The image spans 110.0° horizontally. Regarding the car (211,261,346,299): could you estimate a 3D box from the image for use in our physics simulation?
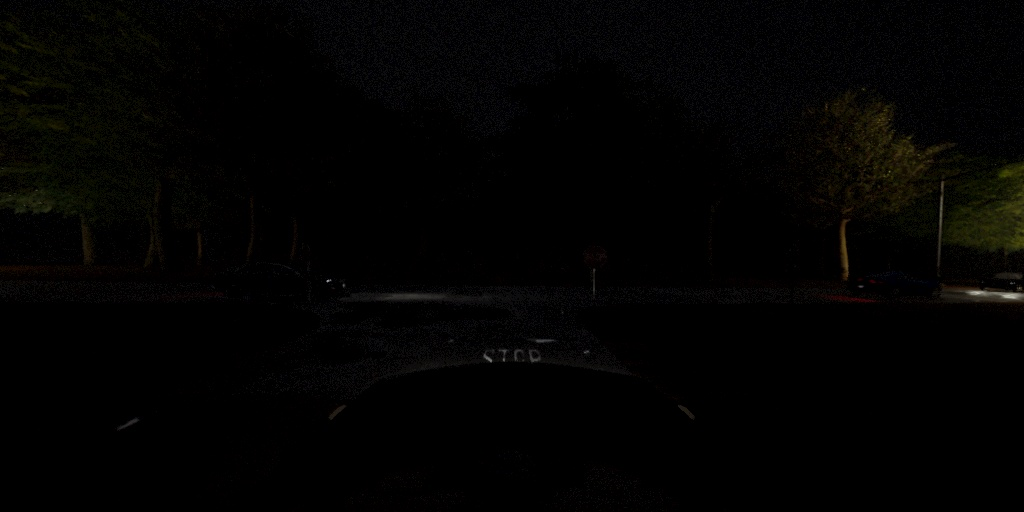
[{"bbox_3d":[-9.716,0.957,15.218,4.902,1.511,2.128,1,1,-7],"label":"car"}]

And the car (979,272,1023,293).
[{"bbox_3d":[38.958,1.999,27.874,5.008,1.535,1.882,2,1,-15],"label":"car"}]

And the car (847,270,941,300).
[{"bbox_3d":[21.948,1.607,20.608,5.008,1.535,1.882,1,1,-12],"label":"car"}]
